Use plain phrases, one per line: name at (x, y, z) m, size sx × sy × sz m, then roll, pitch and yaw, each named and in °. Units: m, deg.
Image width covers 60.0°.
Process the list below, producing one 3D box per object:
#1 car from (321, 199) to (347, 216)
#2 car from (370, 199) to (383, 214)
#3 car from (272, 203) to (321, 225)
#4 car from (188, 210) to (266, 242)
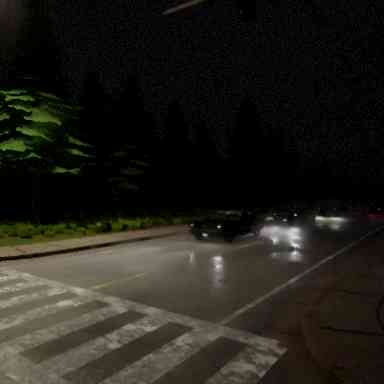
car at (13.721, 1.470, 32.542) m, size 1.882 × 1.535 × 5.008 m, roll 0°, pitch 0°, yaw 36°
car at (19.857, 1.489, 34.633) m, size 2.128 × 1.511 × 4.902 m, roll 0°, pitch 0°, yaw 37°
car at (7.580, 1.598, 24.279) m, size 1.895 × 1.301 × 4.718 m, roll 0°, pitch 0°, yaw 37°
car at (1.870, 1.602, 16.575) m, size 1.895 × 1.301 × 4.718 m, roll 0°, pitch 0°, yaw 37°
